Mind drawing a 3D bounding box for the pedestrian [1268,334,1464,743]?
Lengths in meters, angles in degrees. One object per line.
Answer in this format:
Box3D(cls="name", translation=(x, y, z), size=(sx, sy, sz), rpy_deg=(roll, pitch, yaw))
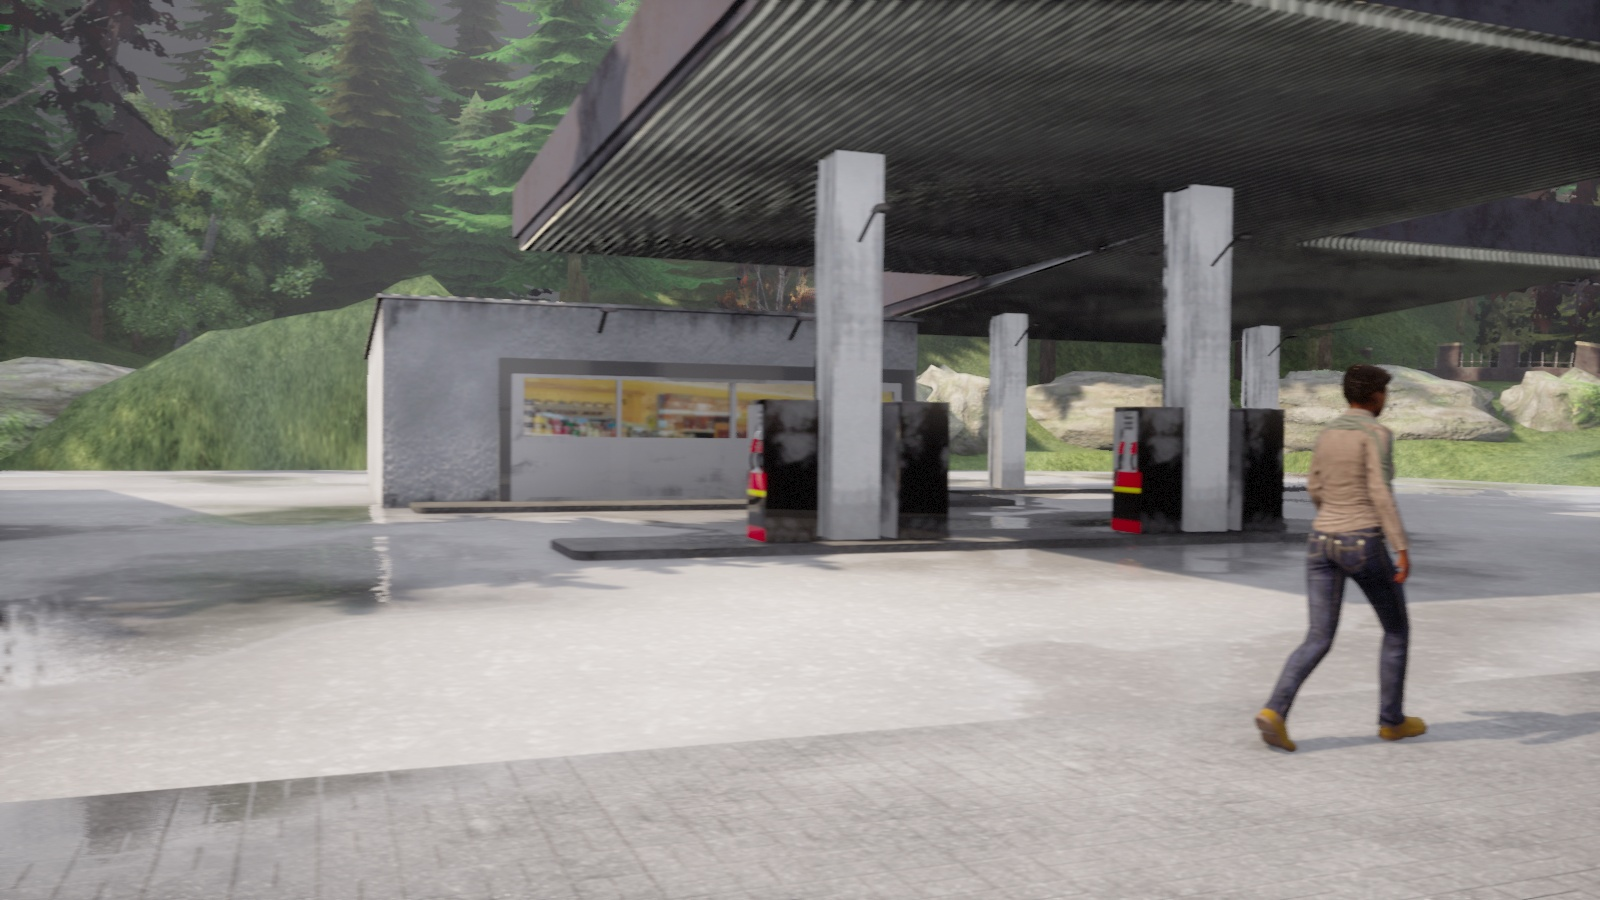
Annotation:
Box3D(cls="pedestrian", translation=(2.642, 0.384, 5.853), size=(0.869, 1.805, 0.328), rpy_deg=(-1, 1, -24))
